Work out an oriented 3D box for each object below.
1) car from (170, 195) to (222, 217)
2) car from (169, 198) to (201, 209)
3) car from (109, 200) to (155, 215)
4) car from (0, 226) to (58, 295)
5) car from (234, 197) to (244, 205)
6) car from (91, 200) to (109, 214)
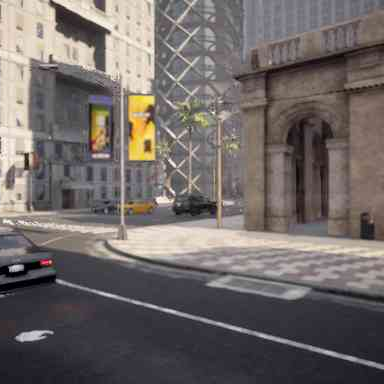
[{"bbox_3d":[0.347,1.310,32.605,2.150,2.045,5.566,0,0,36],"label":"car"},{"bbox_3d":[-0.958,1.687,49.151,2.033,1.411,5.357,0,0,36],"label":"car"},{"bbox_3d":[-6.096,1.600,35.934,1.882,1.535,5.008,0,0,35],"label":"car"},{"bbox_3d":[-5.301,1.591,8.439,5.357,1.411,2.033,0,0,45],"label":"car"},{"bbox_3d":[9.921,1.659,64.088,1.837,1.490,4.892,0,-1,36],"label":"car"},{"bbox_3d":[-9.159,1.644,37.663,1.837,1.490,4.892,0,0,35],"label":"car"}]
